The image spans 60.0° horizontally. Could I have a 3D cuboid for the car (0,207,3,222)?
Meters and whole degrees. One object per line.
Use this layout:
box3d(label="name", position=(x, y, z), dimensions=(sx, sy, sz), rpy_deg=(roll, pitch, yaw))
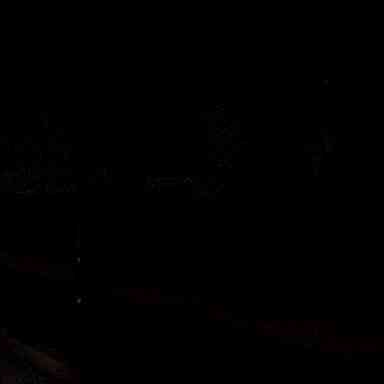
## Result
box3d(label="car", position=(-14.902, 1.487, 22.605), dimensions=(1.812, 1.442, 4.674), rpy_deg=(0, 0, 35))
